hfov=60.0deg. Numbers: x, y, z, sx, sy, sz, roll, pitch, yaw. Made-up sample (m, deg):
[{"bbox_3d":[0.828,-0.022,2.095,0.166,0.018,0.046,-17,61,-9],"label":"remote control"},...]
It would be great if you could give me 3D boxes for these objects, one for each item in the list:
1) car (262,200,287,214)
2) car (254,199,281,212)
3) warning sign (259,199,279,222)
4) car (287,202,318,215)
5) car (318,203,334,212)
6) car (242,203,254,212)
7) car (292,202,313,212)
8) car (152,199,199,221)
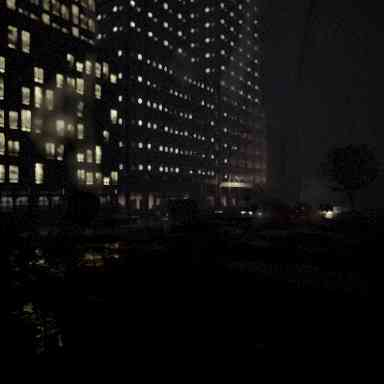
[{"bbox_3d":[11.875,2.217,45.360,1.882,1.535,5.008,-1,-1,37],"label":"car"},{"bbox_3d":[12.172,2.063,51.348,2.150,2.045,5.566,-1,-2,36],"label":"car"},{"bbox_3d":[6.428,1.504,27.655,1.300,1.860,1.060,0,0,36],"label":"warning sign"},{"bbox_3d":[14.522,2.229,43.473,1.812,1.442,4.674,-1,-1,37],"label":"car"},{"bbox_3d":[20.465,2.415,51.663,2.033,1.411,5.357,-1,-1,36],"label":"car"},{"bbox_3d":[9.644,2.497,53.388,1.994,1.385,4.181,-1,-1,36],"label":"car"},{"bbox_3d":[17.843,2.382,53.585,1.882,1.535,5.008,-1,-1,36],"label":"car"},{"bbox_3d":[-1.478,1.708,32.875,2.150,2.045,5.566,-1,-1,36],"label":"car"}]
